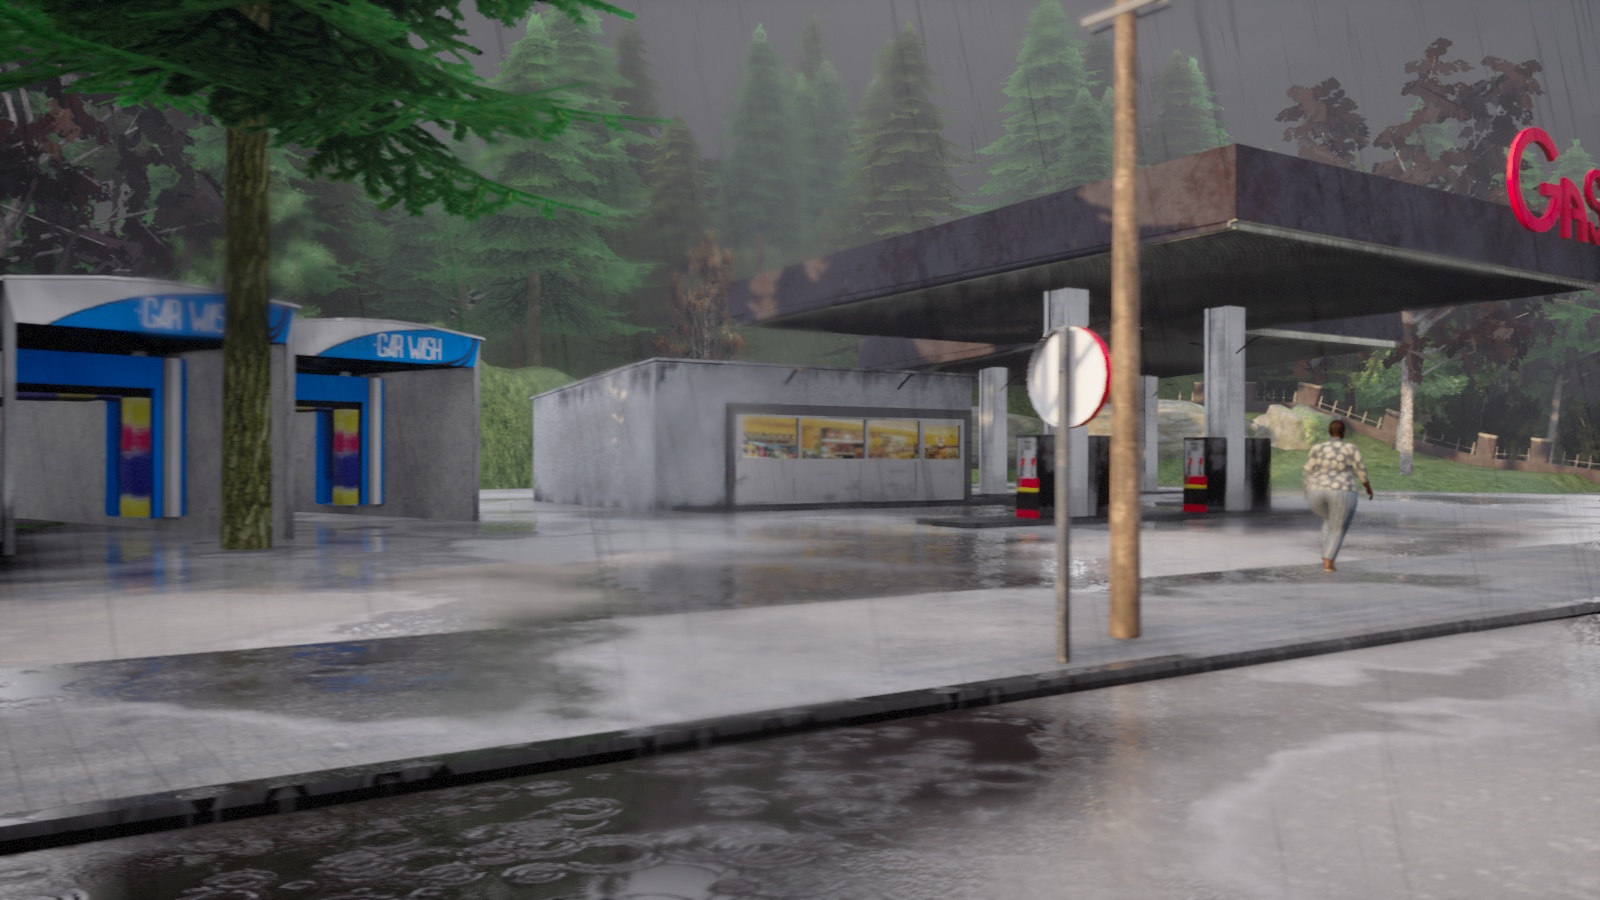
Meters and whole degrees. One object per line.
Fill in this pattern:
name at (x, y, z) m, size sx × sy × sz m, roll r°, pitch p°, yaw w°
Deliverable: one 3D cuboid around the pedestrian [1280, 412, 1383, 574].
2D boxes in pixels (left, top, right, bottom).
pedestrian at (6.346, 0.494, 14.997) m, size 0.874 × 1.855 × 0.900 m, roll 0°, pitch 0°, yaw 43°
